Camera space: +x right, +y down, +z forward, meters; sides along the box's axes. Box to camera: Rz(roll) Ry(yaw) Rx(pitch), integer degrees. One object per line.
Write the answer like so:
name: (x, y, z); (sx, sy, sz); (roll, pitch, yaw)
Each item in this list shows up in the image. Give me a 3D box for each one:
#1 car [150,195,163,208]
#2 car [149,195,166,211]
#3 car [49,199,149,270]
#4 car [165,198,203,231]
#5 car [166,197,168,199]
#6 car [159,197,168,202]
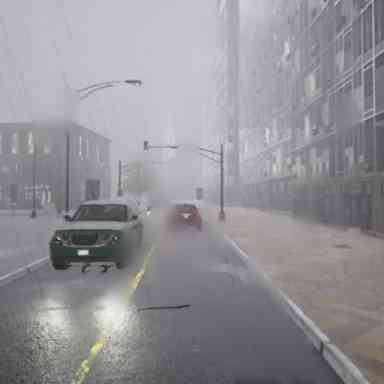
car: (-6.002, 1.593, 56.081); (2.150, 2.045, 5.566); (0, -1, -6)
car: (-4.955, 1.656, 45.573); (2.097, 1.767, 4.553); (0, 0, -5)
car: (-3.007, 1.304, 11.759); (2.150, 2.045, 5.566); (0, 0, -1)
car: (-0.537, 1.504, 21.920); (2.097, 1.767, 4.553); (0, 0, -5)
car: (-5.909, 1.976, 76.935); (1.882, 1.535, 5.008); (0, 0, -9)
car: (-7.613, 1.996, 87.238); (1.895, 1.301, 4.718); (0, 0, -10)
